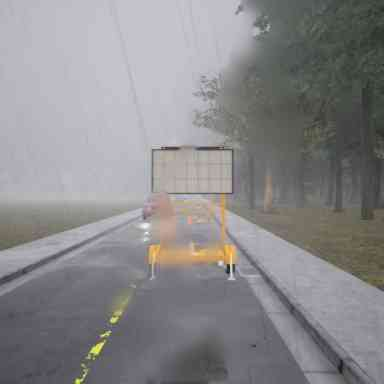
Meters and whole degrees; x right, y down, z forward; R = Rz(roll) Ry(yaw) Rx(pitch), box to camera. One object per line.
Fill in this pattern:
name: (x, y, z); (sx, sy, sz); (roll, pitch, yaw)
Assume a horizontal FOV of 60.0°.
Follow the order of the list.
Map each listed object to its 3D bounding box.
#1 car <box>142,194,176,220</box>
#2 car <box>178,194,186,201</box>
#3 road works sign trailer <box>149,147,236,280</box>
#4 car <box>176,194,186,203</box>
car: (-2.809, 1.221, 28.168); (2.150, 2.045, 5.566); (0, 0, 0)
car: (-2.622, 1.353, 88.638); (2.097, 1.767, 4.553); (0, 0, 0)
road works sign trailer: (0.016, 0.464, 9.895); (2.380, 3.560, 2.880); (0, 0, 0)
car: (-2.654, 1.542, 68.487); (2.033, 1.411, 5.357); (0, 0, 0)
